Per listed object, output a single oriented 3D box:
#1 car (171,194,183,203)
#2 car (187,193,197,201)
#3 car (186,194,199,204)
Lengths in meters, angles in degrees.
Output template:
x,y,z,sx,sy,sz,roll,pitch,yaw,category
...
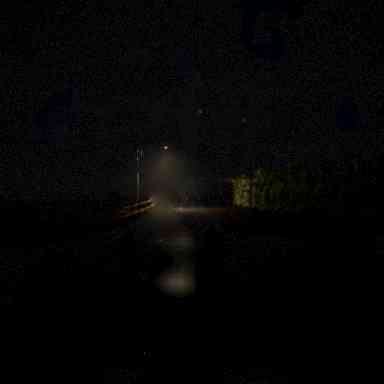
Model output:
x,y,z,sx,sy,sz,roll,pitch,yaw,category
-2.714,1.120,60.825,1.837,1.490,4.892,0,1,0,car
0.040,1.019,66.651,2.033,1.411,5.357,0,2,0,car
0.034,1.218,56.235,1.837,1.490,4.892,0,1,0,car
